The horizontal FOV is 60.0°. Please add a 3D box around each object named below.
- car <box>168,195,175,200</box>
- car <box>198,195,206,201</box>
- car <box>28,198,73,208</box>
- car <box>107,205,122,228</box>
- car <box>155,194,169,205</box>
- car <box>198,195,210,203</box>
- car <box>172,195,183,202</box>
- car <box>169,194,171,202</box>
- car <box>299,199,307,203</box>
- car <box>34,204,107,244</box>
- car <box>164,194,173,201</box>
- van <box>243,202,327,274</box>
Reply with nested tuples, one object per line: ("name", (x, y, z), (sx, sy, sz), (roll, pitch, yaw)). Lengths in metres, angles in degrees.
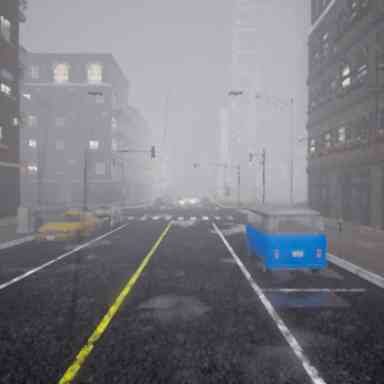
("car", (-5.707, 1.541, 93.596), (1.802, 1.307, 4.206), (-1, 0, 0))
("car", (2.640, 1.510, 88.004), (2.008, 1.369, 4.403), (-1, 0, 0))
("car", (-14.248, 1.587, 35.920), (5.357, 1.411, 2.033), (0, 1, 0))
("car", (-5.702, 1.535, 21.635), (2.008, 1.369, 4.403), (-1, 0, 0))
("car", (-5.705, 1.510, 59.702), (1.887, 1.381, 4.507), (-1, 0, 0))
("car", (2.642, 1.508, 65.409), (1.887, 1.381, 4.507), (-1, 0, 0))
("car", (-3.005, 1.485, 75.348), (1.812, 1.442, 4.674), (0, 0, 0))
("car", (-5.707, 1.403, 65.351), (1.967, 1.590, 4.097), (-1, 0, 0))
("car", (14.672, 1.443, 41.661), (4.313, 1.339, 1.947), (0, 1, 0))
("car", (-5.702, 1.513, 15.801), (1.752, 1.417, 4.829), (-1, 0, 0))
("car", (-5.708, 1.400, 82.297), (1.967, 1.590, 4.097), (-1, 0, 0))
("van", (2.676, 1.333, 10.272), (1.690, 1.788, 3.998), (-1, 0, 0))
